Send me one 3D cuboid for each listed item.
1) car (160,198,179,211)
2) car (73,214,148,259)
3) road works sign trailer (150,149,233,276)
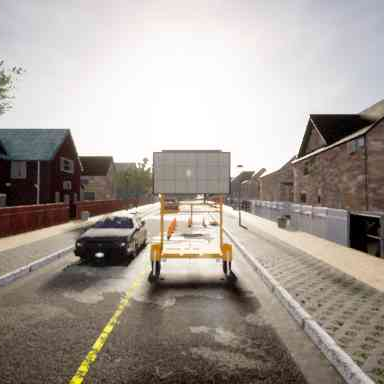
[{"bbox_3d":[-2.776,1.531,41.808,2.097,1.767,4.553,0,0,0],"label":"car"},{"bbox_3d":[-2.858,1.573,12.965,2.033,1.411,5.357,0,0,0],"label":"car"},{"bbox_3d":[-0.010,0.483,10.386,2.380,3.560,2.880,0,0,1],"label":"road works sign trailer"}]
